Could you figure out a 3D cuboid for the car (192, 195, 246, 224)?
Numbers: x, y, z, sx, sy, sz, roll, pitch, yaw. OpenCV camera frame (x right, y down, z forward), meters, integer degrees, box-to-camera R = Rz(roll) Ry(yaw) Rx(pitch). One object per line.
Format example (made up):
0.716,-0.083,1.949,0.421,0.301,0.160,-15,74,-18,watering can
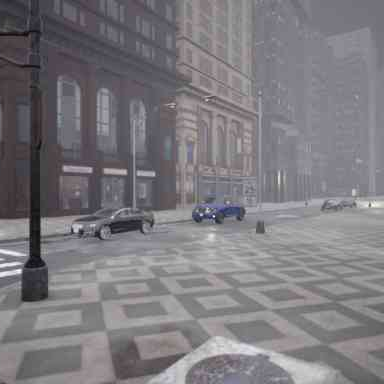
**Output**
2.253,1.295,26.135,2.150,2.045,5.566,0,0,35,car

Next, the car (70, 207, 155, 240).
-3.995,1.533,17.409,2.128,1.511,4.902,0,0,34,car

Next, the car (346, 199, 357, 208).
23.782,1.703,50.728,2.033,1.411,5.357,0,0,36,car

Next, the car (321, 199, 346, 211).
17.881,1.656,42.482,1.812,1.442,4.674,0,0,36,car
